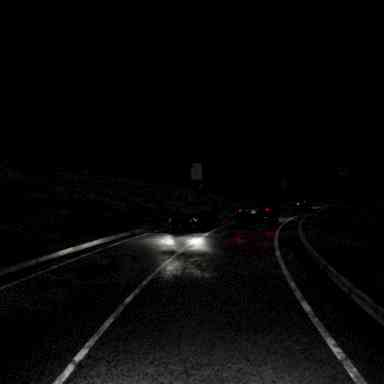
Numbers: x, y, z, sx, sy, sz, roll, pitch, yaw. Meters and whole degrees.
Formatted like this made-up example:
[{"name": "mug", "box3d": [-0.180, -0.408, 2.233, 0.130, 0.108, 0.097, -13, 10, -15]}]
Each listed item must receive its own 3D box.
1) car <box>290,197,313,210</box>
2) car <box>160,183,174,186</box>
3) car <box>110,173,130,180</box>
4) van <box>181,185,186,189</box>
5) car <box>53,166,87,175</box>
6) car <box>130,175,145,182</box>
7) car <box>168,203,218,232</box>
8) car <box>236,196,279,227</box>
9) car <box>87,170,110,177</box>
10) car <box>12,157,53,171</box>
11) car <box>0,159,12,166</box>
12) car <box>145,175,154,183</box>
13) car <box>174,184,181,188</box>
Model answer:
[{"name": "car", "box3d": [12.439, 1.244, 37.850, 1.994, 1.385, 4.181, -3, -2, 28]}, {"name": "car", "box3d": [-6.223, -1.273, 73.849, 2.002, 1.452, 4.674, -3, -3, 14]}, {"name": "car", "box3d": [-12.464, -2.208, 52.476, 2.231, 1.521, 4.892, -3, -3, 19]}, {"name": "van", "box3d": [-3.718, -0.922, 84.777, 1.878, 1.987, 4.442, -3, -4, 12]}, {"name": "car", "box3d": [-16.189, -2.483, 42.193, 2.163, 1.488, 4.792, -3, -3, 22]}, {"name": "car", "box3d": [-10.725, -2.150, 57.839, 2.185, 1.767, 4.553, -3, -3, 18]}, {"name": "car", "box3d": [0.166, 1.445, 20.064, 1.882, 1.535, 5.008, -3, -1, 19]}, {"name": "car", "box3d": [4.185, 1.134, 20.792, 2.097, 1.767, 4.553, -3, -1, 20]}, {"name": "car", "box3d": [-14.253, -2.323, 47.360, 2.002, 1.452, 4.674, -3, -3, 20]}, {"name": "car", "box3d": [-18.304, -2.788, 36.877, 2.185, 1.767, 4.553, -3, -3, 23]}, {"name": "car", "box3d": [-20.455, -2.801, 31.787, 2.097, 1.535, 5.008, -3, -3, 24]}, {"name": "car", "box3d": [-9.091, -2.064, 63.207, 2.435, 2.045, 5.566, -3, -3, 17]}, {"name": "car", "box3d": [-4.941, -0.982, 79.233, 2.002, 1.452, 4.674, -3, -4, 13]}]
